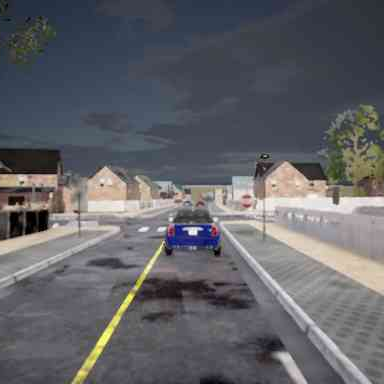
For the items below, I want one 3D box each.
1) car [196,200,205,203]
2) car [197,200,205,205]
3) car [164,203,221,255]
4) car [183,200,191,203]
[{"bbox_3d":[1.840,2.618,76.236,1.812,1.442,4.674,0,-1,3],"label":"car"},{"bbox_3d":[2.457,2.777,87.922,1.895,1.301,4.718,0,-1,3],"label":"car"},{"bbox_3d":[0.056,1.496,14.049,2.097,1.767,4.553,0,-1,1],"label":"car"},{"bbox_3d":[-1.015,2.580,74.115,1.812,1.442,4.674,0,-1,3],"label":"car"}]
